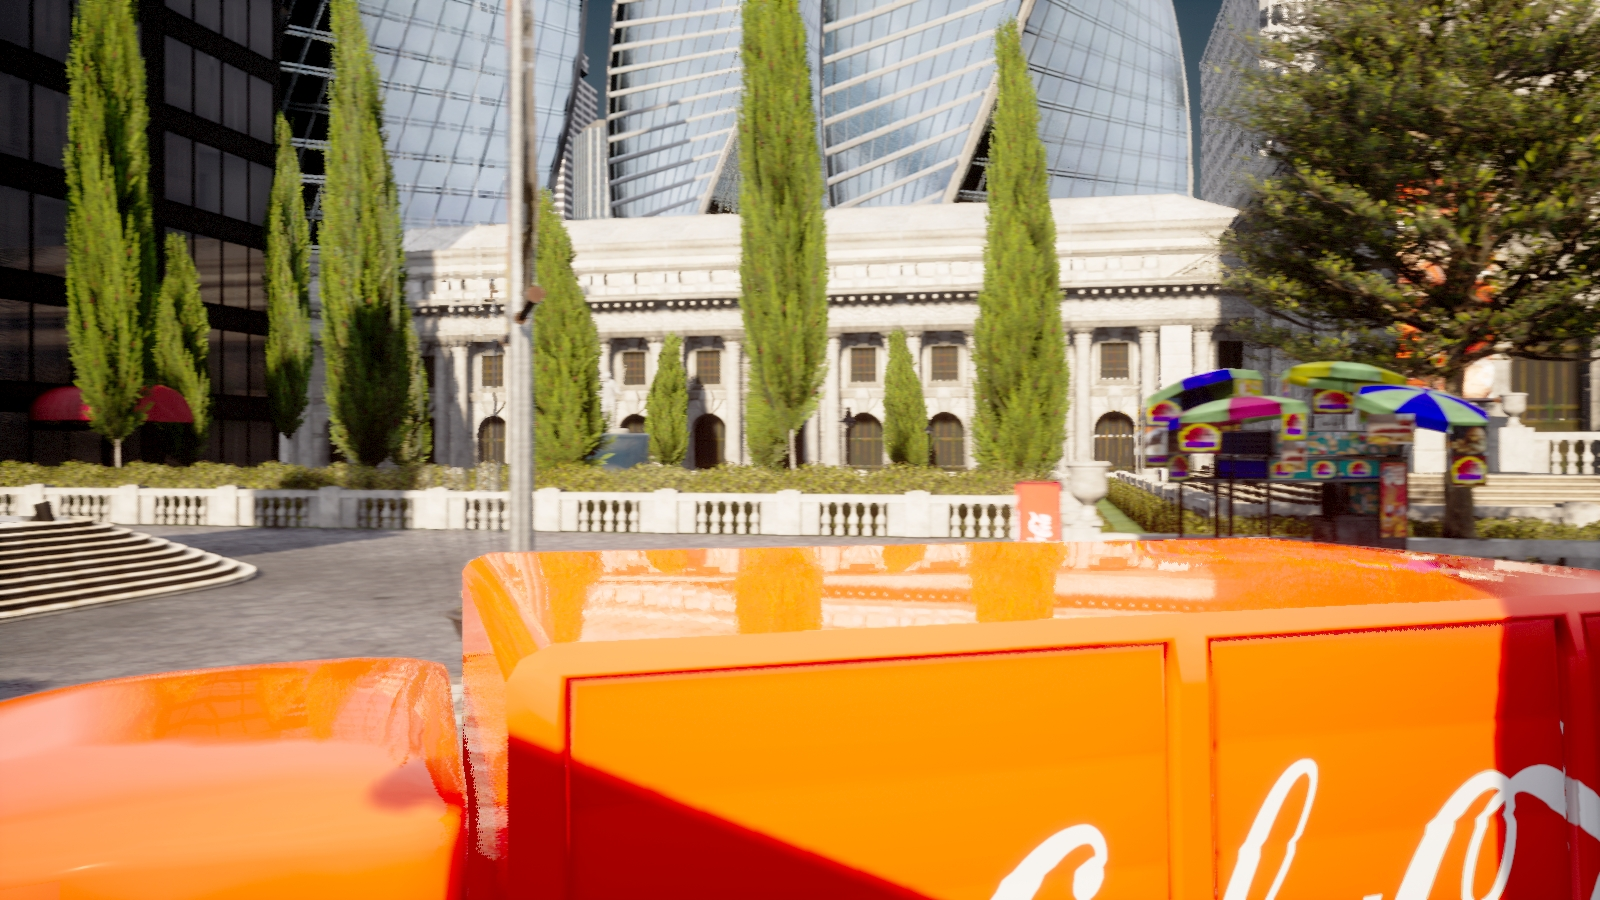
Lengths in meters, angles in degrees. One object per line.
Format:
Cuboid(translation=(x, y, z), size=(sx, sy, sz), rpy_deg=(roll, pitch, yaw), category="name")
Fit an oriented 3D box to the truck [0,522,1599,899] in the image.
Cuboid(translation=(-0.094, 1.566, 3.234), size=(5.204, 2.467, 2.627), rpy_deg=(0, 0, -19), category="truck")
